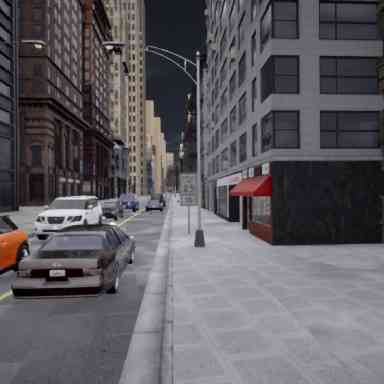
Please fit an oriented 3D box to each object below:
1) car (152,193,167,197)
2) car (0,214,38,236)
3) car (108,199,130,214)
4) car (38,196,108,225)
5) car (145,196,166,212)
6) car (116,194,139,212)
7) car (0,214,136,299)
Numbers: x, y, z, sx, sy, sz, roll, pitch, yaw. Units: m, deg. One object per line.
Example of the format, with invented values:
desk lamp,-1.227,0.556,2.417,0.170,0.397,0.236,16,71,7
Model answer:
car,-4.969,1.179,48.861,2.150,2.045,5.566,-1,0,-3
car,-5.696,1.379,7.808,2.097,1.767,4.553,-1,0,-3
car,-6.851,1.557,27.889,2.033,1.411,5.357,-1,0,-3
car,-6.259,1.240,17.587,2.150,2.045,5.566,-1,0,-3
car,-4.330,1.535,38.772,1.994,1.385,4.181,-1,0,-3
car,-7.432,1.219,38.611,2.150,2.045,5.566,-1,0,-3
car,-2.639,1.546,8.659,2.033,1.411,5.357,-1,0,-3
